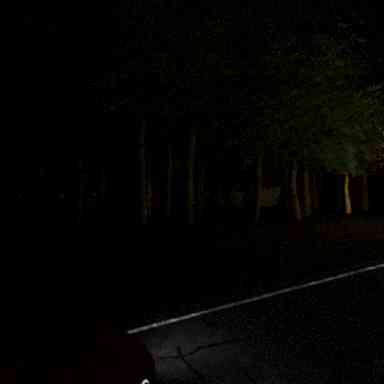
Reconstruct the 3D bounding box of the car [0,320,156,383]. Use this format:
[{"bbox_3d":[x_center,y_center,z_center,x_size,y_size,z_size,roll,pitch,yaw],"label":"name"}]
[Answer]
[{"bbox_3d":[-2.413,1.528,1.992,4.674,1.442,1.812,0,0,-36],"label":"car"}]
